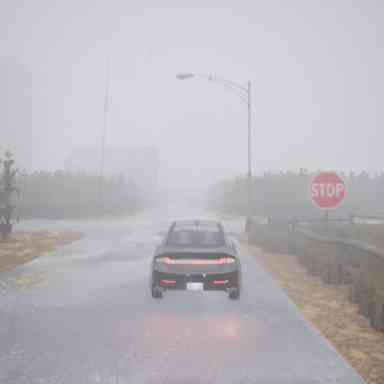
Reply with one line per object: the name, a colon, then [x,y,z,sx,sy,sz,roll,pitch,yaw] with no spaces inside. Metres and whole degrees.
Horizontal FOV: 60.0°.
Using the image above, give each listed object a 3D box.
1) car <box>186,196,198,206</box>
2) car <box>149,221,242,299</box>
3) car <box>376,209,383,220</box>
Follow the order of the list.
car: [-0.018,1.570,59.795,2.097,1.767,4.553,0,0,0]
car: [0.121,1.467,8.373,2.128,1.511,4.902,0,0,2]
car: [15.137,1.424,22.518,5.008,1.535,1.882,1,0,0]
